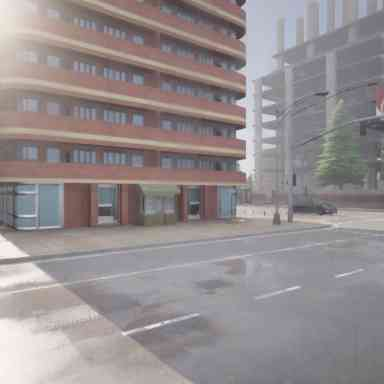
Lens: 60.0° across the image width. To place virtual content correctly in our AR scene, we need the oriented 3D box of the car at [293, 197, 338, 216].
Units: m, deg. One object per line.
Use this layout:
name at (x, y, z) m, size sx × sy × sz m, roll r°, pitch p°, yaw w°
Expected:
car at (11.891, 1.352, 32.770) m, size 2.097 × 1.767 × 4.553 m, roll 0°, pitch 0°, yaw -36°
